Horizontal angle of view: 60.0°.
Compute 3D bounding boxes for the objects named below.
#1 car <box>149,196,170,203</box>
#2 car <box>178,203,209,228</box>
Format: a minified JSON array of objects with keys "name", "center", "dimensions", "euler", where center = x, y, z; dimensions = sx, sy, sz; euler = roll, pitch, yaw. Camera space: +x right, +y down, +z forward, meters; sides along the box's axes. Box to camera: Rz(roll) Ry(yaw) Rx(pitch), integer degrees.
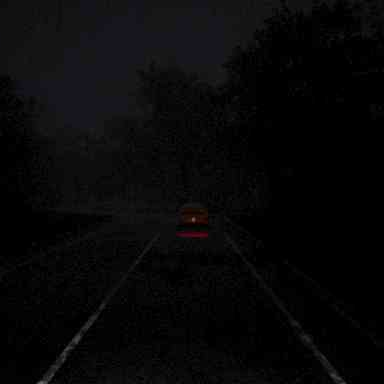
[{"name":"car","center":[-6.261,1.491,64.121],"dimensions":[4.181,1.385,1.994],"euler":[0,0,-16]},{"name":"car","center":[0.085,1.452,22.003],"dimensions":[1.882,1.535,5.008],"euler":[0,0,0]}]
